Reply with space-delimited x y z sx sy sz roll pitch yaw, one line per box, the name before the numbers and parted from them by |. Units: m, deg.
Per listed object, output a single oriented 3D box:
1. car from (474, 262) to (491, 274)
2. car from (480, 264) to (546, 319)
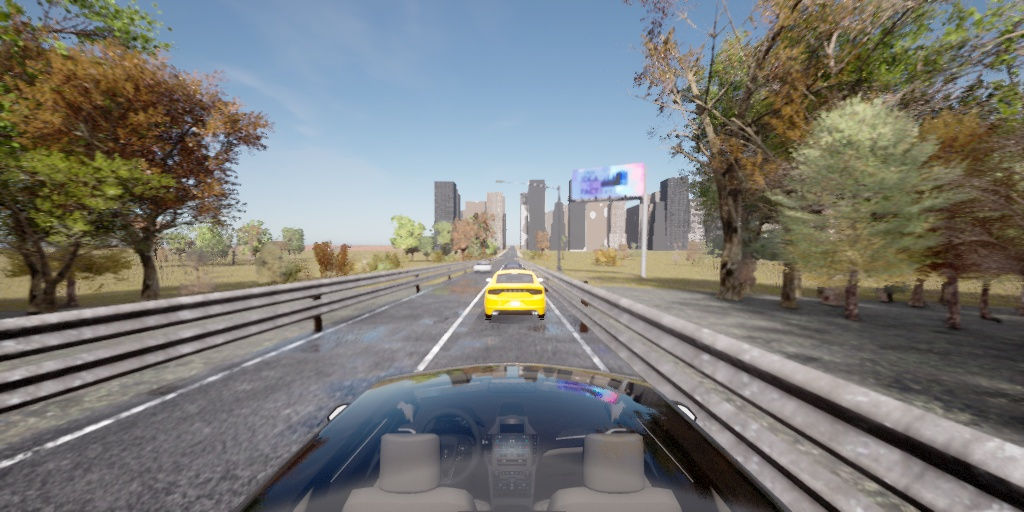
car | -3.294 1.337 41.214 1.895 1.301 4.718 0 0 0
car | 0.091 1.224 12.804 1.882 1.535 5.008 0 0 0
